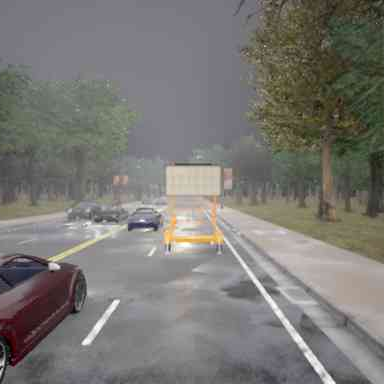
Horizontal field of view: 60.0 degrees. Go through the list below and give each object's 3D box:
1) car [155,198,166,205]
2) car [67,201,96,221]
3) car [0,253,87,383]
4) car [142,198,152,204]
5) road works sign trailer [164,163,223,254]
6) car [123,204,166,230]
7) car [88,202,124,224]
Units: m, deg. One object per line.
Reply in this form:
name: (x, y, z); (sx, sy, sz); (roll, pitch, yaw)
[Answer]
car: (-6.438, 2.078, 68.593); (1.882, 1.535, 5.008); (0, 0, 0)
car: (-9.760, 1.634, 30.588); (2.097, 1.767, 4.553); (0, -1, 0)
car: (-3.125, 1.613, 5.084); (1.994, 1.385, 4.181); (0, -1, 0)
car: (-9.700, 2.121, 71.874); (1.837, 1.490, 4.892); (0, 0, 0)
road works sign trailer: (0.056, 0.593, 14.120); (2.380, 3.560, 2.880); (0, -1, 0)
car: (-3.076, 1.770, 22.587); (1.994, 1.385, 4.181); (0, -1, 0)
car: (-6.516, 1.800, 27.446); (2.033, 1.411, 5.357); (0, -1, 0)
